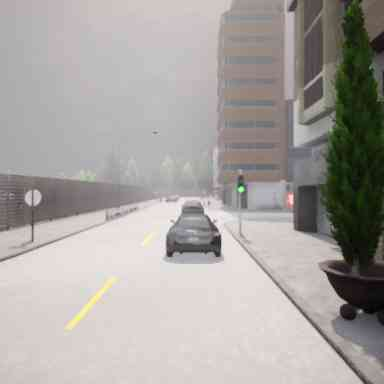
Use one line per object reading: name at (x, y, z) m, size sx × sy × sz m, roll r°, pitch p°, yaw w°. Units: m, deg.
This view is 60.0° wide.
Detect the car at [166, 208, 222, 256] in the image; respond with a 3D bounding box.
car at (0.069, 1.531, 12.964) m, size 1.994 × 1.385 × 4.181 m, roll 0°, pitch 0°, yaw 0°

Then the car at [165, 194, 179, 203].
car at (-3.986, 1.408, 63.602) m, size 1.994 × 1.385 × 4.181 m, roll 0°, pitch 0°, yaw 1°

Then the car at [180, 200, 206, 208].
car at (0.079, 1.439, 27.931) m, size 1.837 × 1.490 × 4.892 m, roll 0°, pitch 1°, yaw 0°
